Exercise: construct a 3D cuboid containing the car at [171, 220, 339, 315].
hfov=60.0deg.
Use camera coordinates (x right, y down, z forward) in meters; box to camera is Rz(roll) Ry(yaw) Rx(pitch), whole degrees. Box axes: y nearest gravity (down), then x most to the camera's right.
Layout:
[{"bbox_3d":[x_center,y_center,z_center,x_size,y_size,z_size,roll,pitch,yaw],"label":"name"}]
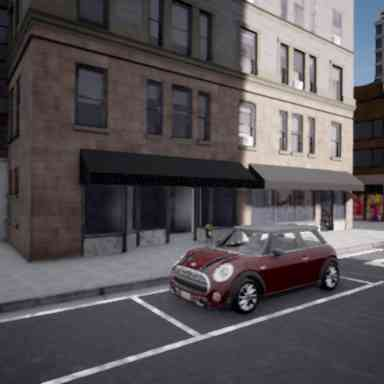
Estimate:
[{"bbox_3d":[1.512,1.494,7.612,4.097,1.590,1.967,1,0,-36],"label":"car"}]
